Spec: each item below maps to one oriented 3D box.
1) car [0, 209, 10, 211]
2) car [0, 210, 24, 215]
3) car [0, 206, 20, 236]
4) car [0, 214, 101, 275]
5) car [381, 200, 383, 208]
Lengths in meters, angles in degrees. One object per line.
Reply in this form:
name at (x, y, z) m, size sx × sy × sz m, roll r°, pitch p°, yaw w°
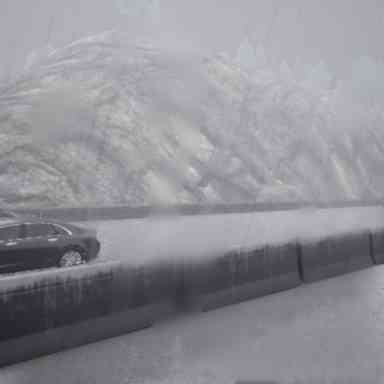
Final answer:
car at (-9.330, 1.490, 14.539) m, size 4.902 × 1.511 × 2.128 m, roll 0°, pitch 0°, yaw -36°
car at (-7.855, 1.547, 11.284) m, size 5.357 × 1.411 × 2.033 m, roll 0°, pitch 0°, yaw -36°
car at (-11.950, 1.547, 16.963) m, size 5.357 × 1.411 × 2.033 m, roll 0°, pitch 0°, yaw -36°
car at (-4.977, 1.503, 9.048) m, size 4.892 × 1.490 × 1.837 m, roll 0°, pitch 0°, yaw -36°
car at (27.968, 1.386, 45.832) m, size 5.008 × 1.535 × 1.882 m, roll 0°, pitch 0°, yaw -36°
